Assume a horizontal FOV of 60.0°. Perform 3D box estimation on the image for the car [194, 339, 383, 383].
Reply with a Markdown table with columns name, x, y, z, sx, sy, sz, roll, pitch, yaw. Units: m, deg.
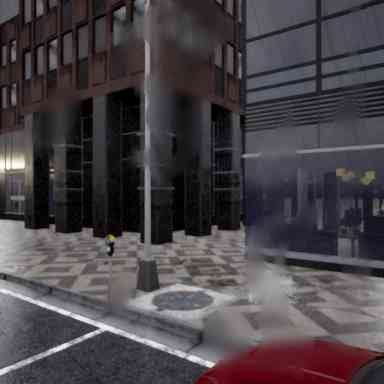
| name | x | y | z | sx | sy | sz | roll | pitch | yaw |
| --- | --- | --- | --- | --- | --- | --- | --- | --- | --- |
| car | 1.960 | 1.545 | 1.564 | 4.507 | 1.381 | 1.887 | 0 | 0 | 36 |
